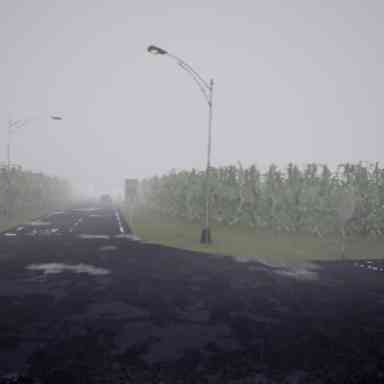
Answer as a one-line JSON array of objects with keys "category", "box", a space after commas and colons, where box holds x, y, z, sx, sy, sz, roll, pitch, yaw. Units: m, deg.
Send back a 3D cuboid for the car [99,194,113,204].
[{"category": "car", "box": [-13.533, 1.161, 52.275, 1.837, 1.490, 4.892, 1, 0, -14]}]
